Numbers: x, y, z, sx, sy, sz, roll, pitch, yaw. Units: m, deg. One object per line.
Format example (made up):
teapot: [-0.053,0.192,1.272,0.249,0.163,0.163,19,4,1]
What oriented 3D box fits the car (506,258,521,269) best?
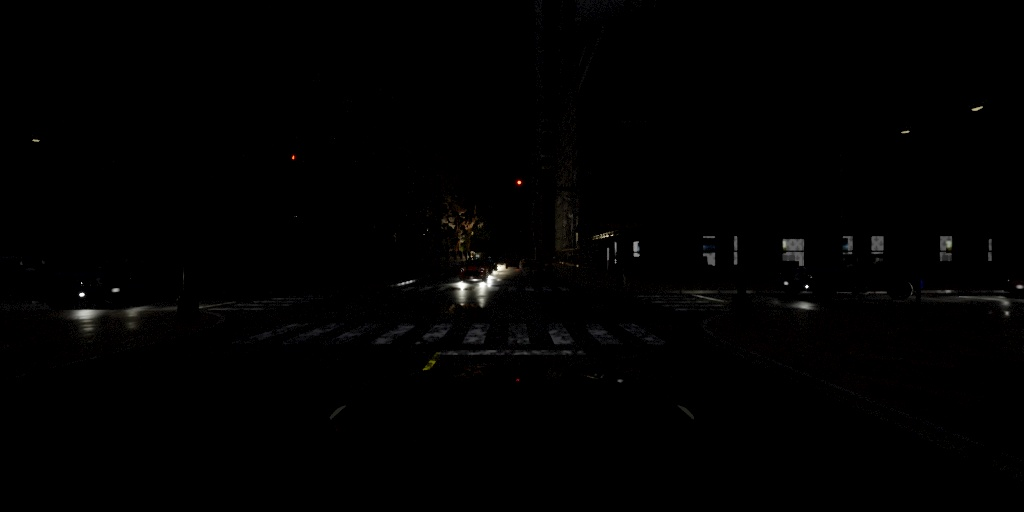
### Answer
car: [0.059,1.101,58.210,2.097,1.767,4.553,0,0,1]

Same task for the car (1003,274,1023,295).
car: [26.120,1.163,16.659,4.902,1.511,2.128,0,0,1]

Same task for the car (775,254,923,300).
car: [15.700,0.925,16.873,5.566,2.045,2.150,0,0,1]

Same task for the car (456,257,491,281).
car: [-3.121,1.104,30.007,2.097,1.767,4.553,0,0,0]

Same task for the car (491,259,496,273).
car: [-3.127,1.353,39.794,1.895,1.301,4.718,0,0,0]

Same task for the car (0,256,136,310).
car: [-18.577,1.015,14.366,5.566,2.045,2.150,0,0,1]

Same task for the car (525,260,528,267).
car: [2.664,1.318,36.516,1.948,1.339,4.313,0,0,0]

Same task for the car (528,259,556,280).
car: [2.669,1.192,30.835,1.967,1.591,4.097,0,0,0]

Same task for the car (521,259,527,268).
car: [2.647,1.315,59.241,1.948,1.339,4.313,0,0,0]

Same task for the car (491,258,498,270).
car: [-3.124,1.105,49.770,2.097,1.767,4.553,0,0,0]

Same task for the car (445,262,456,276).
car: [-5.716,1.297,36.507,1.888,1.381,4.507,0,0,0]
